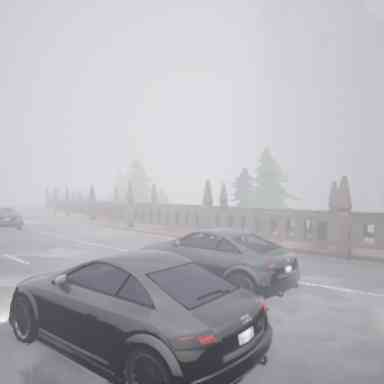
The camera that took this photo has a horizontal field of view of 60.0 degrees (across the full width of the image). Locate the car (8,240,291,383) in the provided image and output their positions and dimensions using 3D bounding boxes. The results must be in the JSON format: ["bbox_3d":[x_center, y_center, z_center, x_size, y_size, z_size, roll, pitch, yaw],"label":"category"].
[{"bbox_3d":[-0.964,1.582,4.970,4.181,1.385,1.994,0,0,38],"label":"car"}]

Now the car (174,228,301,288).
[{"bbox_3d":[0.484,1.596,8.286,4.181,1.385,1.994,0,0,39],"label":"car"}]

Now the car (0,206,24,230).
[{"bbox_3d":[-11.856,1.583,20.477,2.033,1.411,5.357,0,0,-39],"label":"car"}]
